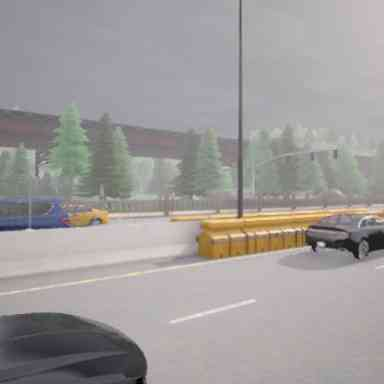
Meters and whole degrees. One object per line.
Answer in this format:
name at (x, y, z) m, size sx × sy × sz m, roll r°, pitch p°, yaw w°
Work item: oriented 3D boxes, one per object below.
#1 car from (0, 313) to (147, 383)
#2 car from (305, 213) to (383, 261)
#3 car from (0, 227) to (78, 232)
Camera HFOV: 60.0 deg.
car at (-2.621, 1.472, 1.869) m, size 5.008 × 1.535 × 1.882 m, roll 1°, pitch 0°, yaw -36°
car at (6.307, 1.551, 12.585) m, size 4.902 × 1.511 × 2.128 m, roll 0°, pitch 0°, yaw -36°
car at (-7.167, 1.227, 11.707) m, size 5.566 × 2.045 × 2.150 m, roll 1°, pitch 0°, yaw -35°
